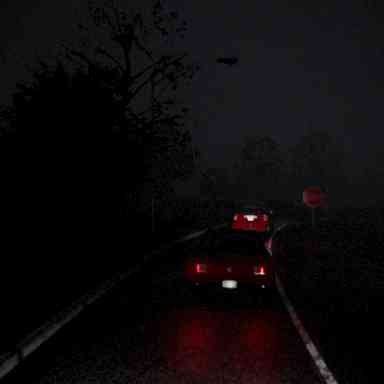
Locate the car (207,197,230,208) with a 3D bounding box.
[{"bbox_3d":[4.434,1.746,56.196,2.163,1.488,4.792,4,-1,-17],"label":"car"}]

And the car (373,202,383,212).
[{"bbox_3d":[39.027,3.071,66.550,2.185,1.767,4.553,1,0,-17],"label":"car"}]

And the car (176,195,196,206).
[{"bbox_3d":[-1.005,1.381,54.540,2.002,1.452,4.674,4,-1,-17],"label":"car"}]

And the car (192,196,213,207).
[{"bbox_3d":[1.657,1.568,55.337,2.002,1.452,4.674,4,-1,-17],"label":"car"}]

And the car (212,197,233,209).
[{"bbox_3d":[2.920,1.438,42.090,2.163,1.488,4.792,4,-1,-17],"label":"car"}]

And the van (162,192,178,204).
[{"bbox_3d":[-3.506,0.938,53.656,1.878,1.987,4.442,4,0,-17],"label":"van"}]

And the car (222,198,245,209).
[{"bbox_3d":[7.061,1.884,57.146,1.946,1.575,5.366,4,-1,-17],"label":"car"}]

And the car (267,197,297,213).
[{"bbox_3d":[10.929,1.696,44.485,2.435,2.045,5.566,4,-1,-17],"label":"car"}]

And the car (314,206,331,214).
[{"bbox_3d":[16.255,2.289,46.021,2.163,1.488,4.792,3,-1,-17],"label":"car"}]

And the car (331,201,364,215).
[{"bbox_3d":[21.605,2.402,47.619,2.185,1.767,4.553,3,-1,-17],"label":"car"}]

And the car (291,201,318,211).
[{"bbox_3d":[20.463,2.591,60.957,2.231,1.521,4.892,3,-1,-17],"label":"car"}]

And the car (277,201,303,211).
[{"bbox_3d":[17.670,2.463,60.122,2.097,1.535,5.008,3,-1,-17],"label":"car"}]

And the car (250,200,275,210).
[{"bbox_3d":[12.335,2.224,58.500,2.163,1.488,4.792,3,-1,-17],"label":"car"}]

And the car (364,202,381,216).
[{"bbox_3d":[24.266,2.677,48.418,2.163,1.488,4.792,2,0,-17],"label":"car"}]

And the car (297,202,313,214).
[{"bbox_3d":[13.592,2.109,45.247,2.231,1.521,4.892,3,-1,-17],"label":"car"}]

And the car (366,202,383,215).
[{"bbox_3d":[26.917,2.790,49.272,2.163,1.488,4.792,2,0,-17],"label":"car"}]

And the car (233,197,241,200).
[{"bbox_3d":[5.593,1.471,42.891,2.185,1.767,4.553,4,-1,-17],"label":"car"}]

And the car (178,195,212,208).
[{"bbox_3d":[0.276,1.251,41.237,2.163,1.488,4.792,4,-1,-17],"label":"car"}]

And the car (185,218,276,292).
[{"bbox_3d":[1.088,1.639,9.083,1.895,1.301,4.718,0,0,8],"label":"car"}]

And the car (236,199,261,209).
[{"bbox_3d":[9.735,2.046,57.946,1.946,1.575,5.366,4,-1,-17],"label":"car"}]

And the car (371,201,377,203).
[{"bbox_3d":[29.591,2.739,50.074,2.185,1.767,4.553,2,0,-17],"label":"car"}]

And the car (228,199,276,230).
[{"bbox_3d":[3.771,1.521,20.159,2.097,1.767,4.553,0,-1,16],"label":"car"}]

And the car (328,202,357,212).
[{"bbox_3d":[28.399,2.896,63.144,1.946,1.575,5.366,2,0,-17],"label":"car"}]
